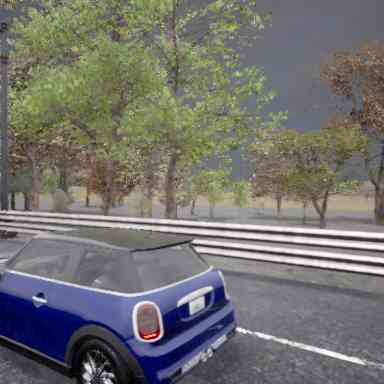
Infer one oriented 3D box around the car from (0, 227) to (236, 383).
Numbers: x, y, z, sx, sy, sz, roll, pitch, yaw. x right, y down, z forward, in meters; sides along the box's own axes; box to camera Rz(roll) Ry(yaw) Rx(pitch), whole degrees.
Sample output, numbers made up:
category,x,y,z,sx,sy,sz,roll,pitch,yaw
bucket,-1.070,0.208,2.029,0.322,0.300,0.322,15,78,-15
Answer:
category,x,y,z,sx,sy,sz,roll,pitch,yaw
car,-1.707,1.339,5.069,4.553,1.767,2.097,0,0,34
